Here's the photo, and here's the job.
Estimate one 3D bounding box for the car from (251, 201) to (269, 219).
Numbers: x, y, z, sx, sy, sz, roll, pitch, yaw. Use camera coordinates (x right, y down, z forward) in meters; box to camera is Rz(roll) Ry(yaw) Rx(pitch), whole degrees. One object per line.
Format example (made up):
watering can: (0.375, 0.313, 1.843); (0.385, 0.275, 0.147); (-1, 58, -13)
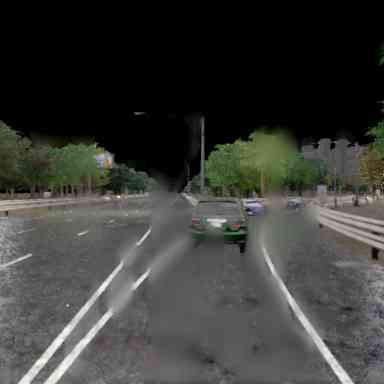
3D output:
car: (5.631, 1.568, 29.649); (1.812, 1.442, 4.674); (0, 0, 21)

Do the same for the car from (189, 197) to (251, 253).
car: (1.310, 1.234, 14.111); (2.150, 2.045, 5.566); (0, 0, 10)

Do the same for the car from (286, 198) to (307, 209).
car: (14.783, 1.592, 47.196); (1.812, 1.442, 4.674); (0, 0, 34)
